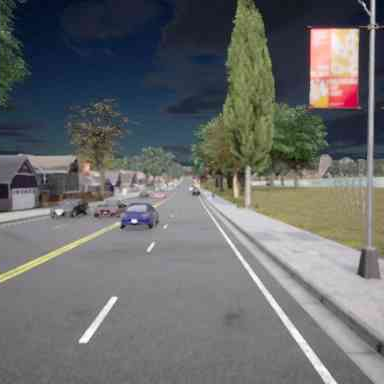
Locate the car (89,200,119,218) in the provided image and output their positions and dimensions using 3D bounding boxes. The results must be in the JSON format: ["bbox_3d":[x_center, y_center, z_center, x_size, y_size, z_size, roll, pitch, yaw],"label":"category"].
[{"bbox_3d":[-6.583,1.359,27.156,1.994,1.385,4.181,0,1,0],"label":"car"}]

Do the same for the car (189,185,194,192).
[{"bbox_3d":[1.018,-0.484,94.454,2.097,1.767,4.553,0,2,0],"label":"car"}]

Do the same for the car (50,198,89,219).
[{"bbox_3d":[-9.833,1.288,27.053,2.128,1.511,4.902,0,1,0],"label":"car"}]

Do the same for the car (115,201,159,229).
[{"bbox_3d":[-3.138,1.389,20.397,1.812,1.442,4.674,0,1,0],"label":"car"}]

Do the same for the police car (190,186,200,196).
[{"bbox_3d":[1.012,0.108,78.602,1.930,1.638,5.238,0,2,0],"label":"police car"}]

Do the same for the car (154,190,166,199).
[{"bbox_3d":[-6.473,0.393,67.676,2.097,1.767,4.553,0,2,0],"label":"car"}]

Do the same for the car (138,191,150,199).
[{"bbox_3d":[-9.720,0.540,67.633,1.837,1.490,4.892,0,2,0],"label":"car"}]
